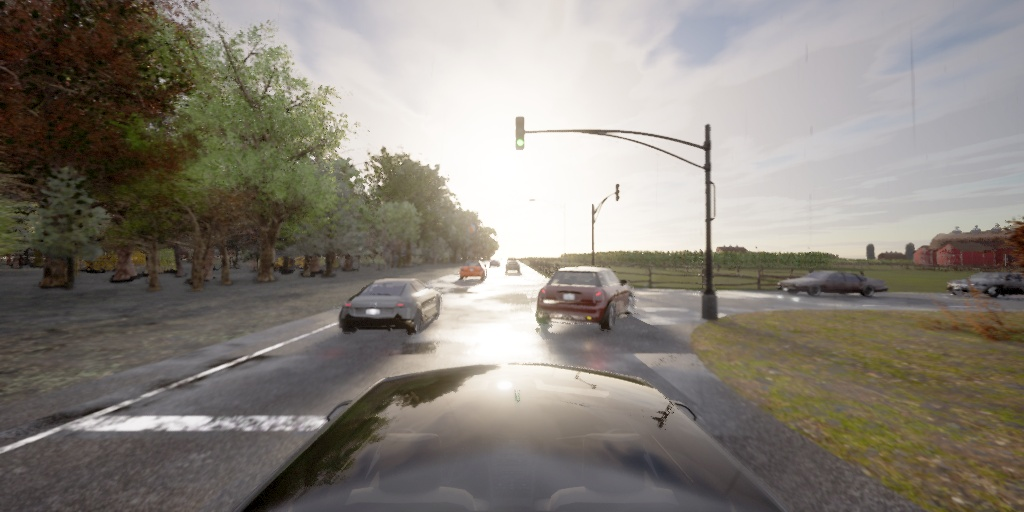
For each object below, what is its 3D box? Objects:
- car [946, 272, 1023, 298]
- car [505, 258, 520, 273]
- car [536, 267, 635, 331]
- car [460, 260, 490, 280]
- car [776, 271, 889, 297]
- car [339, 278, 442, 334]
[{"bbox_3d":[28.555,1.660,21.010,4.902,1.511,2.128,1,-1,0],"label":"car"},{"bbox_3d":[0.093,1.359,46.577,2.128,1.511,4.902,0,0,0],"label":"car"},{"bbox_3d":[2.519,1.129,11.526,2.097,1.767,4.553,0,0,28],"label":"car"},{"bbox_3d":[-3.404,1.185,32.438,2.097,1.767,4.553,0,0,0],"label":"car"},{"bbox_3d":[18.717,1.608,21.052,5.357,1.411,2.033,1,-1,0],"label":"car"},{"bbox_3d":[-3.400,1.339,10.774,1.994,1.385,4.181,0,0,0],"label":"car"}]
